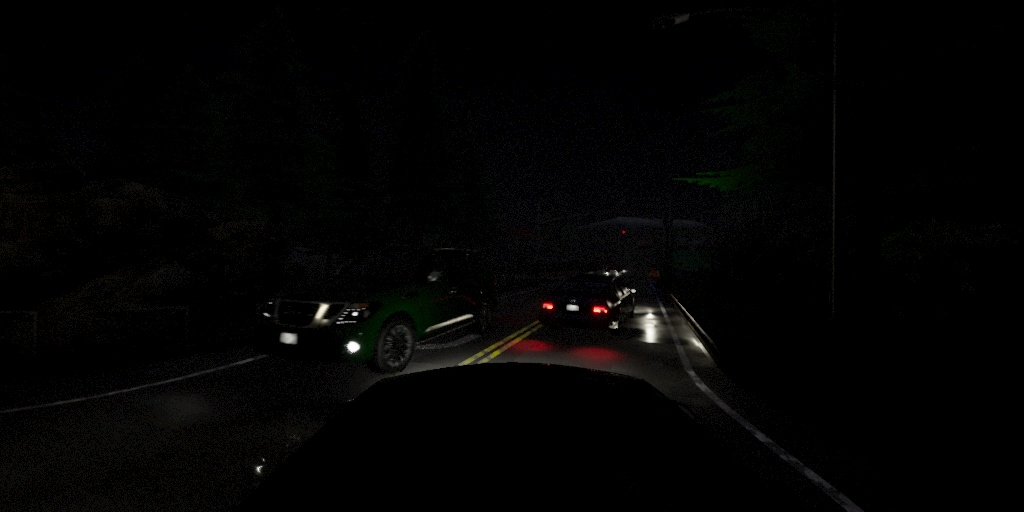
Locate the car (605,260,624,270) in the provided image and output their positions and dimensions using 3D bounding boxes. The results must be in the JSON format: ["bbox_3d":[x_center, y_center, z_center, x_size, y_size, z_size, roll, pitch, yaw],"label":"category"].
[{"bbox_3d":[16.928,1.695,59.819,2.150,2.045,5.566,1,-1,20],"label":"car"}]

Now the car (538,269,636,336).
[{"bbox_3d":[2.401,1.251,10.335,2.033,1.411,5.357,1,-1,25],"label":"car"}]

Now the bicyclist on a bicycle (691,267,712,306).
[{"bbox_3d":[8.019,1.300,15.104,1.656,1.620,0.582,1,-1,-34],"label":"bicyclist on a bicycle"}]

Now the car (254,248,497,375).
[{"bbox_3d":[-2.147,0.825,7.572,2.150,2.045,5.566,1,-1,20],"label":"car"}]

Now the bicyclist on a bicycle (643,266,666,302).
[{"bbox_3d":[6.588,1.290,16.501,1.656,1.620,0.582,1,-1,-31],"label":"bicyclist on a bicycle"}]

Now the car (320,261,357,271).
[{"bbox_3d":[-25.696,1.436,53.037,5.357,1.411,2.033,1,-1,25],"label":"car"}]
